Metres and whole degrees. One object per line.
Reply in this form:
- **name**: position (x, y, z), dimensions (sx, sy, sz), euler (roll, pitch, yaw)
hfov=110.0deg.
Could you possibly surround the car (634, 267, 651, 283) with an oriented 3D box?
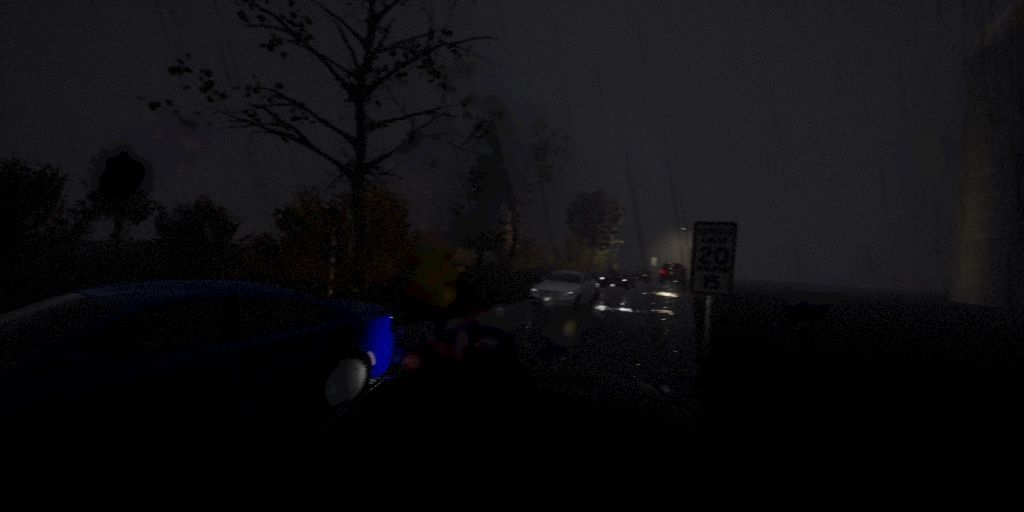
- **car**: position (12.764, 1.836, 35.840), dimensions (1.812, 1.442, 4.674), euler (4, 0, 27)

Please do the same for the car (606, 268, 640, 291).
- **car**: position (7.626, 1.655, 25.574), dimensions (1.895, 1.301, 4.718), euler (4, 1, 26)

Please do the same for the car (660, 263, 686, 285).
- **car**: position (16.416, 1.775, 36.617), dimensions (2.150, 2.045, 5.566), euler (4, 1, 26)

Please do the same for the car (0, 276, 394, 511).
- **car**: position (-3.390, 0.976, 3.357), dimensions (1.882, 1.535, 5.008), euler (4, 0, 26)

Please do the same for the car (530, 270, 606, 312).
- **car**: position (2.347, 1.315, 14.929), dimensions (1.812, 1.442, 4.674), euler (4, 1, 26)
